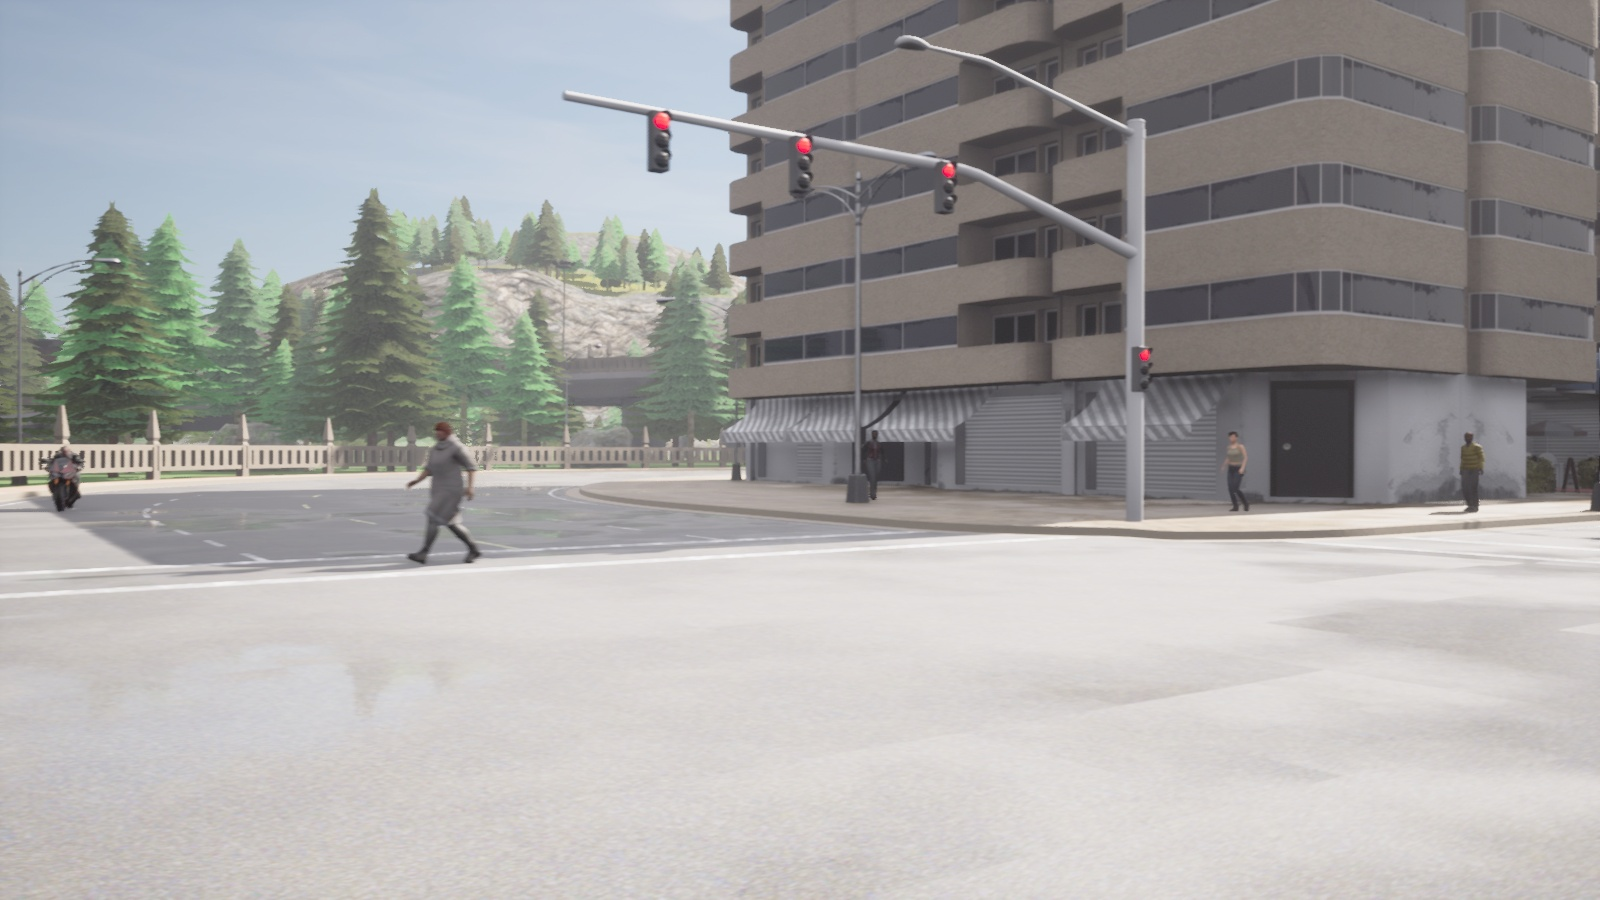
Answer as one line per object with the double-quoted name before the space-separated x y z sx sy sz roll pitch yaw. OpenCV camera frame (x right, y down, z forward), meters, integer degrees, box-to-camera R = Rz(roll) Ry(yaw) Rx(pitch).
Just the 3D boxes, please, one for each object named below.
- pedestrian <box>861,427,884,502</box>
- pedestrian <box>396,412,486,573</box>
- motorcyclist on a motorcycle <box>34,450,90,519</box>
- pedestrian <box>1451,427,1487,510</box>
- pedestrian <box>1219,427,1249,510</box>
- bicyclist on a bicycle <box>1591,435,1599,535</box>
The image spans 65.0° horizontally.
"pedestrian" 1.899 0.367 32.842 0.402 1.930 0.666 0 0 -15
"pedestrian" -4.504 0.516 15.744 0.873 1.952 0.659 0 0 -44
"motorcyclist on a motorcycle" -17.026 0.759 29.020 0.866 1.530 2.191 0 0 -24
"pedestrian" 14.916 0.404 27.995 0.726 1.835 0.370 0 0 -29
"pedestrian" 9.682 0.403 28.027 0.594 1.836 0.345 0 0 -33
"bicyclist on a bicycle" 15.058 0.621 22.666 1.843 1.776 0.659 0 0 -35
